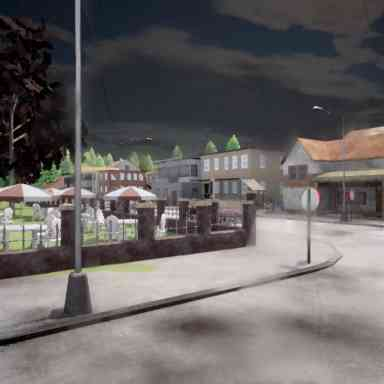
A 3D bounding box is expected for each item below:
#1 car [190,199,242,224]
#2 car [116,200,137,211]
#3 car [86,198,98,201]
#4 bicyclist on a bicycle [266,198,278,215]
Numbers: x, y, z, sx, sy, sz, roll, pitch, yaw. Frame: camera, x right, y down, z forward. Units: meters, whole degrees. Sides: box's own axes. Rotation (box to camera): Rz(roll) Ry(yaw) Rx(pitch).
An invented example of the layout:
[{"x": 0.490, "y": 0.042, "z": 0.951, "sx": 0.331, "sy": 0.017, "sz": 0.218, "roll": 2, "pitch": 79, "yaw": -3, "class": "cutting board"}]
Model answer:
[{"x": 1.856, "y": 1.351, "z": 24.971, "sx": 2.097, "sy": 1.767, "sz": 4.553, "roll": 0, "pitch": 0, "yaw": -35, "class": "car"}, {"x": -7.256, "y": 1.526, "z": 37.800, "sx": 1.812, "sy": 1.442, "sz": 4.674, "roll": 0, "pitch": 0, "yaw": -35, "class": "car"}, {"x": -16.102, "y": 1.095, "z": 50.398, "sx": 2.150, "sy": 2.045, "sz": 5.566, "roll": 0, "pitch": 0, "yaw": -35, "class": "car"}, {"x": 7.565, "y": 1.349, "z": 31.435, "sx": 1.656, "sy": 1.620, "sz": 0.582, "roll": 0, "pitch": 0, "yaw": -35, "class": "bicyclist on a bicycle"}]
